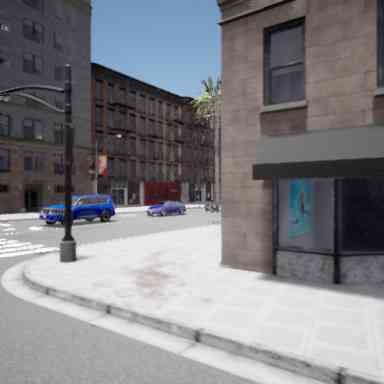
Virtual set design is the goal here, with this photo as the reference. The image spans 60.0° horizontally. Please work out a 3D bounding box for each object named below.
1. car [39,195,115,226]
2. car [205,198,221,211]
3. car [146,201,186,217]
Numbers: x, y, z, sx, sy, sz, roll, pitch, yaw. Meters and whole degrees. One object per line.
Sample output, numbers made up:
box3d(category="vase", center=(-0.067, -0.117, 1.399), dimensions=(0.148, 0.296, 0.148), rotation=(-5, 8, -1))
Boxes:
box3d(category="car", center=(-8.116, 1.267, 24.138), dimensions=(2.150, 2.045, 5.566), rotation=(0, 0, 35))
box3d(category="car", center=(3.404, 1.539, 40.665), dimensions=(1.837, 1.490, 4.892), rotation=(0, 0, 35))
box3d(category="car", center=(-2.406, 1.566, 32.340), dimensions=(1.812, 1.442, 4.674), rotation=(0, 0, 35))
